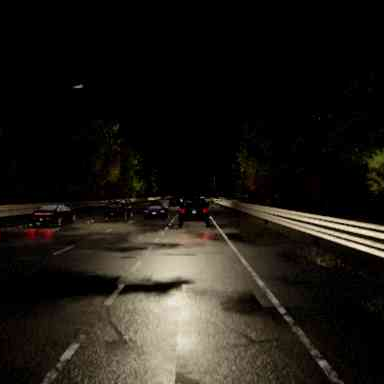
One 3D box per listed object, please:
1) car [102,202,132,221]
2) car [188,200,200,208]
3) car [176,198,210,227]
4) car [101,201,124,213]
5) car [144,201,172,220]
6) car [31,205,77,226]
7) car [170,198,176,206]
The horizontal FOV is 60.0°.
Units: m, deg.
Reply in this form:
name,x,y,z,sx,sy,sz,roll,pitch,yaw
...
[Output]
name,x,y,z,sx,sy,sz,roll,pitch,yaw
car,-6.807,1.763,30.832,1.882,1.535,5.008,0,-1,0
car,0.400,2.107,60.136,2.033,1.411,5.357,0,-1,0
car,0.160,1.453,24.994,2.150,2.045,5.566,0,0,0
car,-10.222,1.965,43.093,1.994,1.385,4.181,0,0,0
car,-3.304,1.852,31.192,1.994,1.385,4.181,0,-1,0
car,-10.337,1.724,25.263,2.128,1.511,4.902,0,-1,0
car,-3.093,1.922,61.146,2.097,1.767,4.553,0,-1,0
